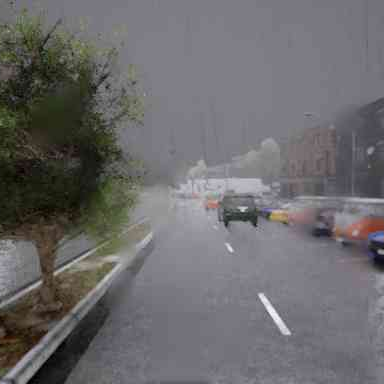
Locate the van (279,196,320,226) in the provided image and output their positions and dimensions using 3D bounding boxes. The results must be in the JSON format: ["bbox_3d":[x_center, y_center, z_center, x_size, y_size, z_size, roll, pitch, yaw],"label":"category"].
[{"bbox_3d":[7.655,1.245,19.347,4.442,1.987,1.878,1,0,-20],"label":"van"}]

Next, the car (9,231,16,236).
[{"bbox_3d":[-10.407,1.529,14.163,4.792,1.488,2.163,-1,0,-20],"label":"car"}]

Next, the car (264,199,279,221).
[{"bbox_3d":[7.921,1.470,22.474,5.366,1.575,1.946,1,0,-20],"label":"car"}]

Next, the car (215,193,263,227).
[{"bbox_3d":[3.072,1.210,23.034,2.150,2.045,5.566,0,0,-1],"label":"car"}]

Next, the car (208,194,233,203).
[{"bbox_3d":[5.747,1.309,67.663,4.553,1.767,2.185,1,0,-25],"label":"car"}]

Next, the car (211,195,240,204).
[{"bbox_3d":[6.225,1.440,61.631,4.892,1.521,2.231,1,0,-25],"label":"car"}]

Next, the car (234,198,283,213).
[{"bbox_3d":[7.501,1.458,37.501,5.008,1.535,2.097,1,0,-22],"label":"car"}]

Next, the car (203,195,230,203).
[{"bbox_3d":[5.271,1.427,70.578,5.366,1.575,1.946,1,0,-26],"label":"car"}]

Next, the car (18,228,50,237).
[{"bbox_3d":[-10.465,1.247,17.111,5.566,2.045,2.435,-1,0,-20],"label":"car"}]

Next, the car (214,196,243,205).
[{"bbox_3d":[6.437,1.481,58.620,4.674,1.452,2.002,1,0,-24],"label":"car"}]

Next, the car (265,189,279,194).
[{"bbox_3d":[19.968,0.142,85.818,2.002,1.452,4.674,-7,4,-30],"label":"car"}]

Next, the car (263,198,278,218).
[{"bbox_3d":[7.738,1.468,25.417,5.008,1.535,2.097,1,0,-21],"label":"car"}]

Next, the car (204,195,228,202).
[{"bbox_3d":[5.327,1.466,73.639,4.792,1.488,2.163,1,0,-26],"label":"car"}]

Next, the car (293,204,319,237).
[{"bbox_3d":[7.792,1.504,16.391,4.792,1.488,2.163,1,0,-20],"label":"car"}]

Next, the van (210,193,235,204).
[{"bbox_3d":[5.875,1.210,64.590,4.442,1.987,1.878,1,0,-25],"label":"van"}]

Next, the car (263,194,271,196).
[{"bbox_3d":[7.625,1.337,31.455,4.553,1.767,2.185,1,0,-21],"label":"car"}]

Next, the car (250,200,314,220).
[{"bbox_3d":[7.683,1.467,28.436,4.892,1.521,2.231,1,0,-21],"label":"car"}]

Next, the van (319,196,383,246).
[{"bbox_3d":[7.661,1.249,13.322,4.442,1.987,1.878,1,0,-20],"label":"van"}]

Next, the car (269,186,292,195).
[{"bbox_3d":[22.915,-0.438,86.335,2.435,2.045,5.566,-7,4,-30],"label":"car"}]

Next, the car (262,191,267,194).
[{"bbox_3d":[7.138,1.199,46.539,5.566,2.045,2.435,1,0,-23],"label":"car"}]

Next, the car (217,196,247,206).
[{"bbox_3d":[6.650,1.483,55.603,4.674,1.452,2.002,1,0,-24],"label":"car"}]

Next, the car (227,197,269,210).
[{"bbox_3d":[7.299,1.453,43.535,5.008,1.535,2.097,1,0,-23],"label":"car"}]

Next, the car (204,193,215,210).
[{"bbox_3d":[2.664,1.329,41.661,2.097,1.767,4.553,0,0,-2],"label":"car"}]

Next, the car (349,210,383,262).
[{"bbox_3d":[7.767,1.477,10.358,5.008,1.535,2.097,1,0,-20],"label":"car"}]
